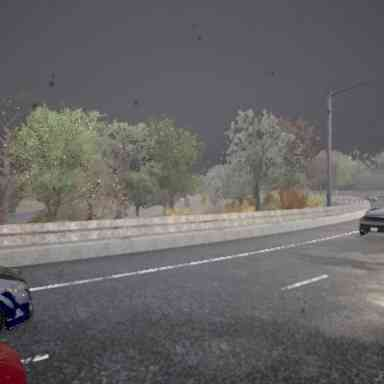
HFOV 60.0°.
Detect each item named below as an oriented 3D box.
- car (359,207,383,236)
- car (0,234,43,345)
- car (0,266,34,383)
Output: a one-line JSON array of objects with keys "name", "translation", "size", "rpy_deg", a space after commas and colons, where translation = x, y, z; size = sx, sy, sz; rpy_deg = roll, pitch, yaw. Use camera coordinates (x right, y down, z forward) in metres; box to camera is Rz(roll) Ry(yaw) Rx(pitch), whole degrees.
[{"name": "car", "translation": [10.727, 1.611, 18.284], "size": [1.837, 1.490, 4.892], "rpy_deg": [0, 0, 44]}, {"name": "car", "translation": [-4.649, 1.560, 4.851], "size": [4.181, 1.385, 1.994], "rpy_deg": [0, 0, -36]}, {"name": "car", "translation": [-3.444, 1.467, 1.384], "size": [5.008, 1.535, 1.882], "rpy_deg": [0, 0, -35]}]
